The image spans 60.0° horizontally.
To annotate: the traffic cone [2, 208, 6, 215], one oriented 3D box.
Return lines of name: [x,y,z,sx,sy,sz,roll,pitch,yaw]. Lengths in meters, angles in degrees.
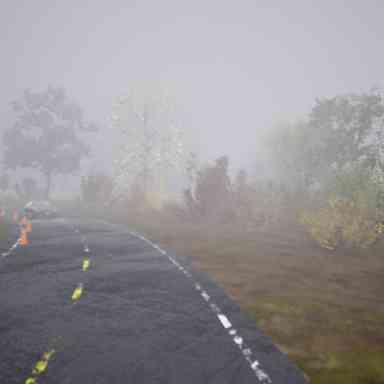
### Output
traffic cone: [-17.211,1.790,30.381,0.340,0.580,0.340,1,0,-43]

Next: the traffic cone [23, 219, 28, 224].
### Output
traffic cone: [-9.129,1.909,18.631,0.340,0.580,0.340,1,0,-27]

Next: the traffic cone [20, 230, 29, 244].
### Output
traffic cone: [-7.200,1.922,14.272,0.340,0.580,0.340,1,0,-21]

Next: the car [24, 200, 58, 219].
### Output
car: [-12.888,1.419,28.228,1.812,1.442,4.674,1,0,-38]

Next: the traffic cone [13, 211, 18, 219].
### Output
traffic cone: [-14.156,1.835,26.721,0.340,0.580,0.340,1,0,-37]

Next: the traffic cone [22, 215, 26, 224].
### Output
traffic cone: [-11.454,1.877,22.793,0.340,0.580,0.340,1,0,-32]
